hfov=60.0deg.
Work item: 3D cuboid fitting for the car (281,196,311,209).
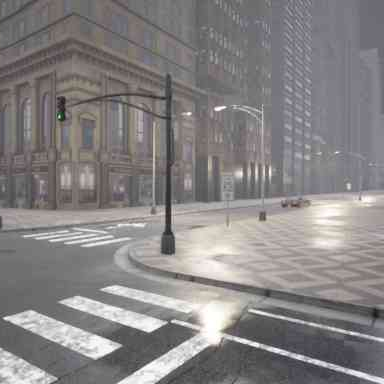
[{"bbox_3d":[11.274,1.097,35.816,1.895,1.301,4.718,0,1,36],"label":"car"}]
